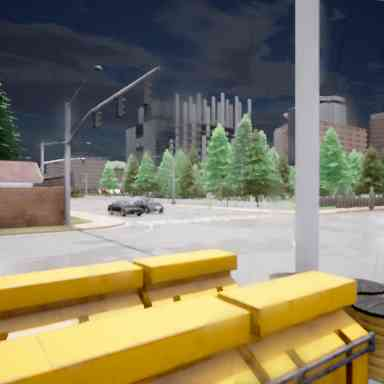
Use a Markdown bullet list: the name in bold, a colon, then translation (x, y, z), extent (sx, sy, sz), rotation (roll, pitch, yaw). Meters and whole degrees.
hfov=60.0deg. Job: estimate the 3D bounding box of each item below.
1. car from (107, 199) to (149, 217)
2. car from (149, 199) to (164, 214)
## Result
- **car**: translation (-6.454, 1.551, 31.688), extent (2.033, 1.411, 5.357), rotation (0, 0, -33)
- **car**: translation (-4.729, 1.496, 35.430), extent (2.128, 1.511, 4.902), rotation (0, 0, -33)
